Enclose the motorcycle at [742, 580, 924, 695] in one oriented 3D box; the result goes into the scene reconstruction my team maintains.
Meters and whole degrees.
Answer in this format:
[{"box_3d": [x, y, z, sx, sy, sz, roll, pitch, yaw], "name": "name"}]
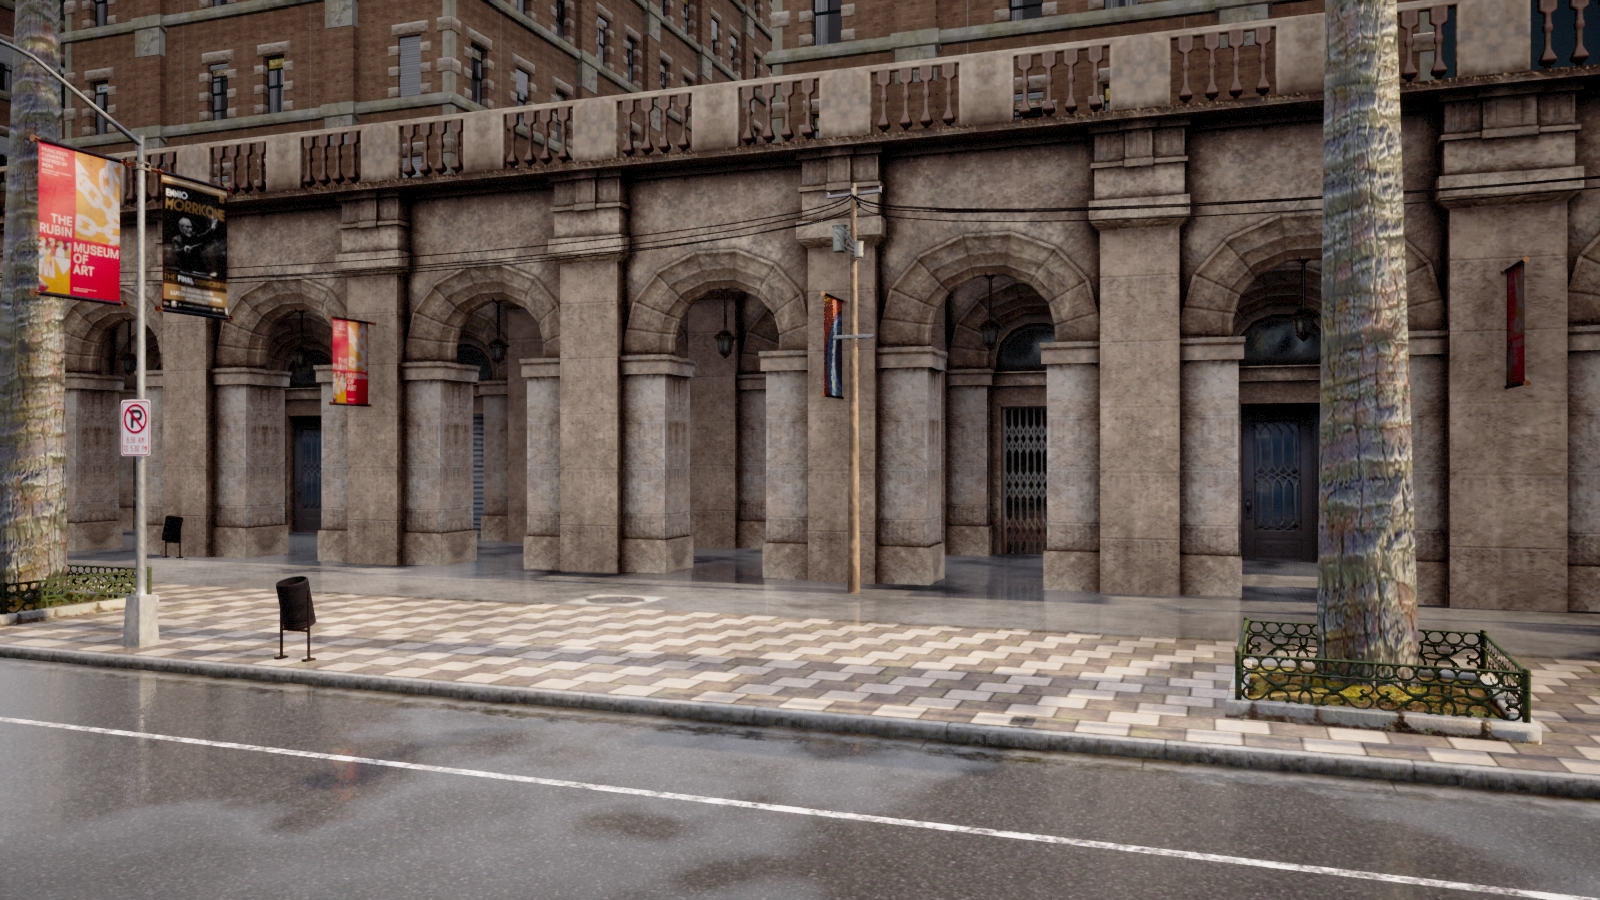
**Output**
[{"box_3d": [0.395, 2.215, 13.714, 2.033, 1.145, 0.803, 0, 0, 20], "name": "motorcycle"}]
